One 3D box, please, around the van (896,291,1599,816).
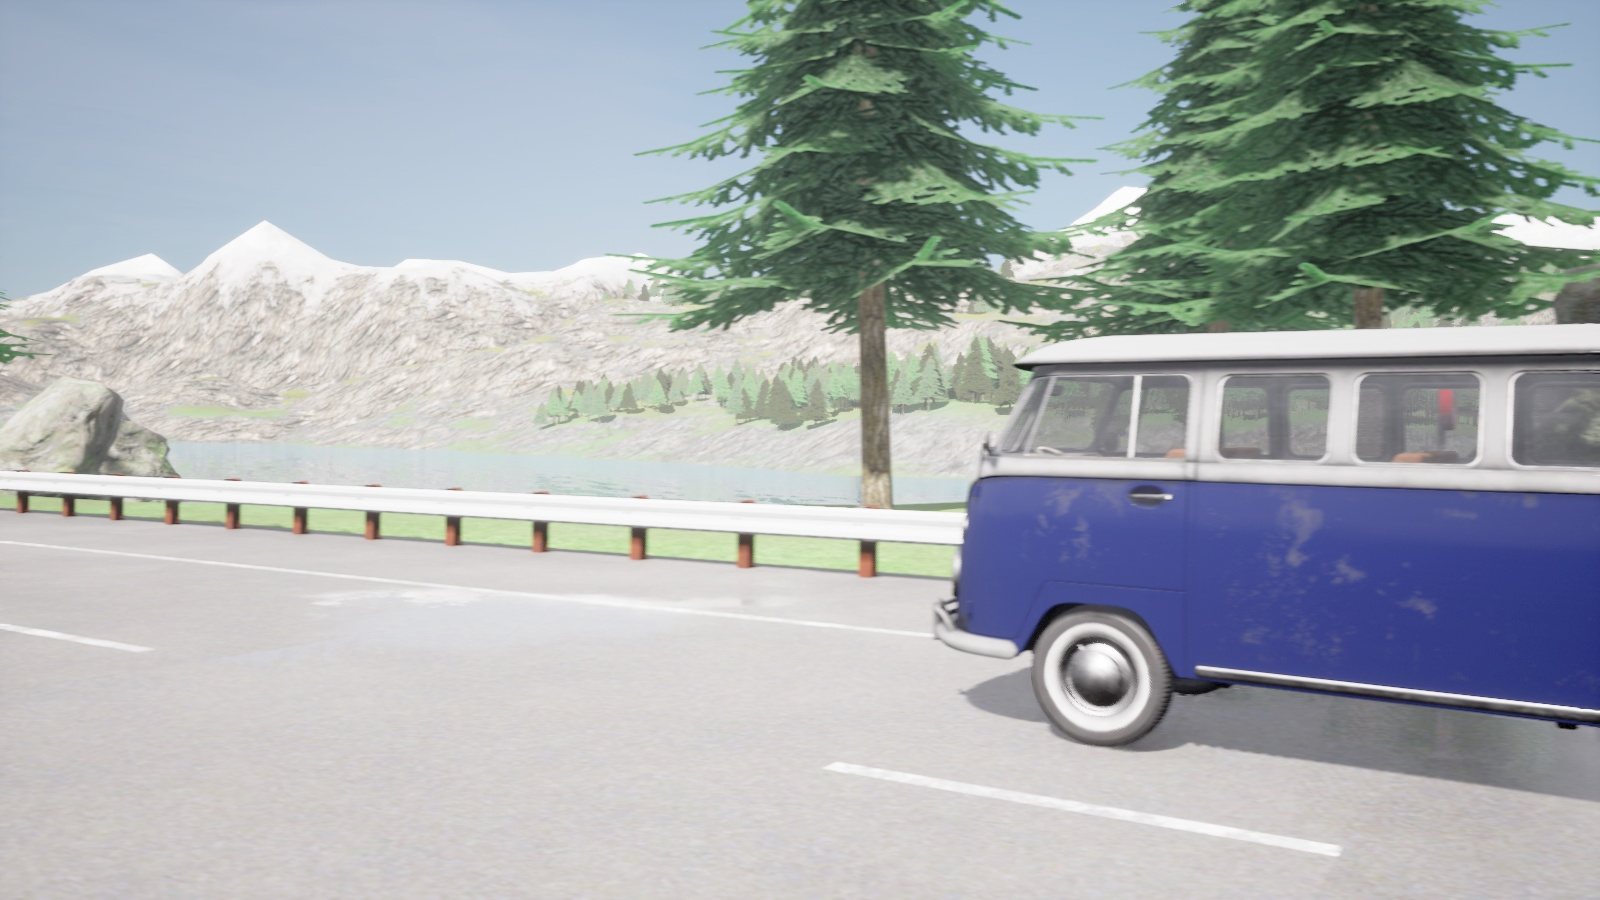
[{"bbox_3d":[2.839,0.376,5.915,4.442,1.987,1.775,0,1,33],"label":"van"}]
